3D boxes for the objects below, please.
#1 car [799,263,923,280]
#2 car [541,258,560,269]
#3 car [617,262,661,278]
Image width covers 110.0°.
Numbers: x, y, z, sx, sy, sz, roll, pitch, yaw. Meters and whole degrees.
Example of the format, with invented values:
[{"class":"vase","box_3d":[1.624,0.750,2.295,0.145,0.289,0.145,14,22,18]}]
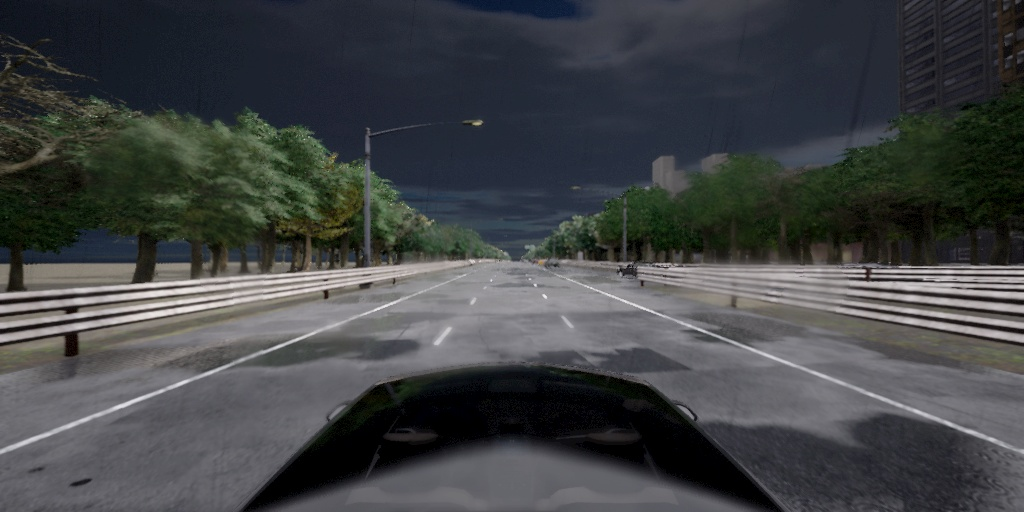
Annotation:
[{"class":"car","box_3d":[18.540,1.157,19.427,2.128,1.511,4.902,0,-2,-30]},{"class":"car","box_3d":[6.923,1.213,62.487,2.097,1.767,4.553,0,0,-5]},{"class":"car","box_3d":[12.162,1.340,34.489,1.837,1.490,4.892,0,0,-20]}]
